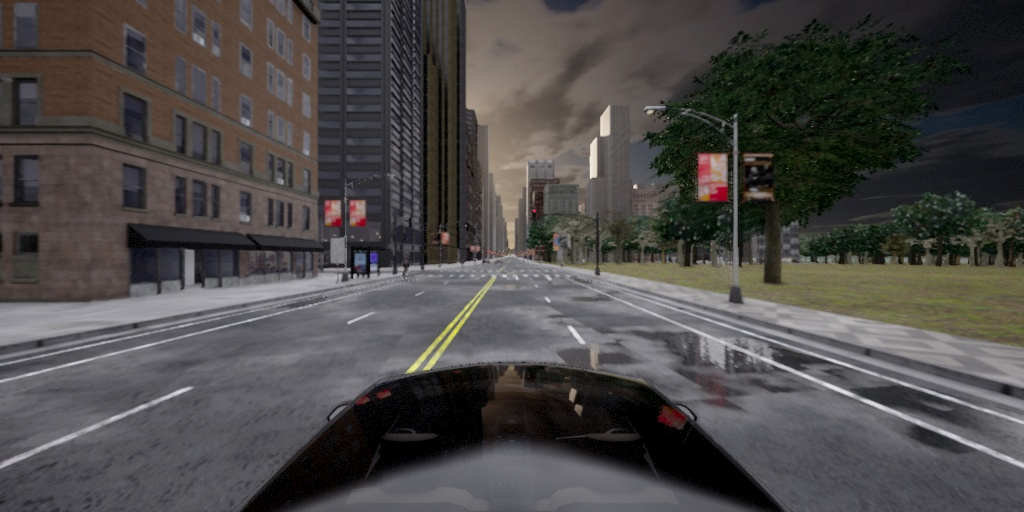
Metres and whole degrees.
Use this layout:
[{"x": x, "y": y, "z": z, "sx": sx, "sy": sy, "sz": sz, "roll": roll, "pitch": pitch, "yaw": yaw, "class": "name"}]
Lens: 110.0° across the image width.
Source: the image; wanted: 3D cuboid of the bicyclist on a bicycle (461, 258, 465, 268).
[{"x": -8.749, "y": 1.264, "z": 63.640, "sx": 0.659, "sy": 1.776, "sz": 1.843, "roll": 0, "pitch": -1, "yaw": 0, "class": "bicyclist on a bicycle"}]

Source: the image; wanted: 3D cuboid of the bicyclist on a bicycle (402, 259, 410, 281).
[{"x": -8.747, "y": 1.116, "z": 29.437, "sx": 0.659, "sy": 1.776, "sz": 1.843, "roll": 0, "pitch": 0, "yaw": 0, "class": "bicyclist on a bicycle"}]
